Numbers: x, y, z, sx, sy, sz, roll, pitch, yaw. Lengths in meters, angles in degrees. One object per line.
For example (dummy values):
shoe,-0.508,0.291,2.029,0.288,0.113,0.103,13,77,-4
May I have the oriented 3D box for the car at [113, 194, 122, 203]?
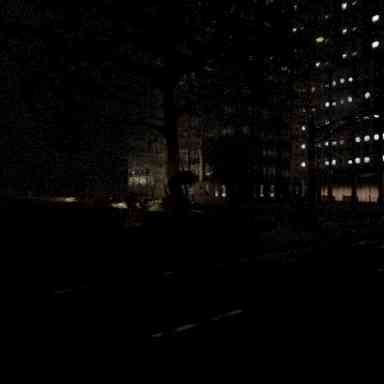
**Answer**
car,-13.637,1.081,57.142,2.097,1.767,4.553,1,0,-34
